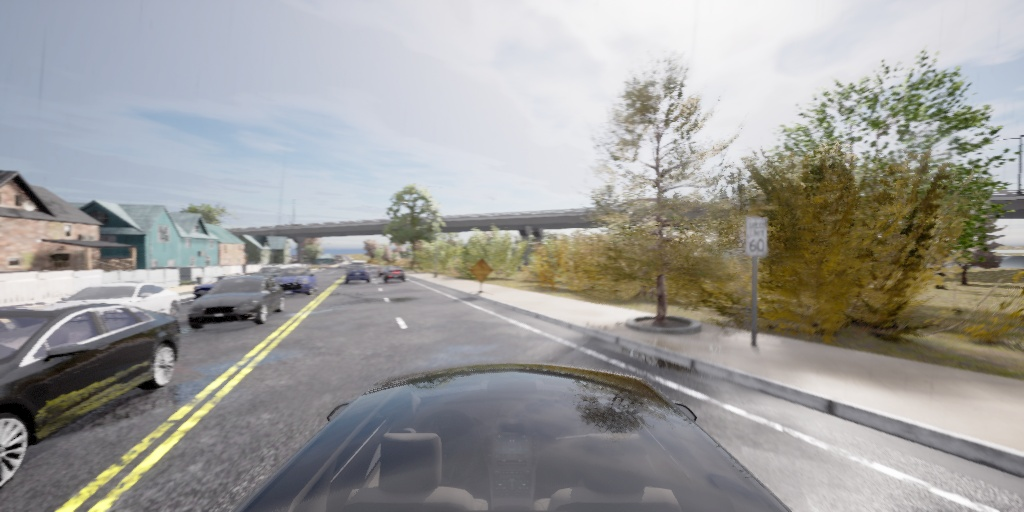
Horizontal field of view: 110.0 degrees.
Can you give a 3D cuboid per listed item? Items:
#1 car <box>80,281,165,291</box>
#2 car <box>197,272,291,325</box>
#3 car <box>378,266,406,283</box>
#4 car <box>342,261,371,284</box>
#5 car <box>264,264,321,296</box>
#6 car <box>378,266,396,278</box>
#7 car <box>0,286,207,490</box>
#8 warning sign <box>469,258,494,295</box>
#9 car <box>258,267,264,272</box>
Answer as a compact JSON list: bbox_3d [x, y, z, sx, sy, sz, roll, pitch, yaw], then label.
[{"bbox_3d":[-12.363,1.554,11.261,1.812,1.442,4.674,-1,0,-23],"label":"car"},{"bbox_3d":[-9.417,1.494,12.626,1.837,1.490,4.892,-1,-1,-23],"label":"car"},{"bbox_3d":[-11.292,1.687,34.276,2.128,1.511,4.902,-1,0,-22],"label":"car"},{"bbox_3d":[-14.366,1.592,33.447,2.097,1.767,4.553,-1,-1,-23],"label":"car"},{"bbox_3d":[-13.366,1.482,22.122,2.097,1.767,4.553,-1,-1,-23],"label":"car"},{"bbox_3d":[-15.971,1.973,45.552,1.895,1.301,4.718,-1,-1,-22],"label":"car"},{"bbox_3d":[-5.875,1.357,4.134,2.128,1.511,4.902,-1,0,-23],"label":"car"},{"bbox_3d":[-1.609,1.020,18.467,1.300,1.860,1.060,0,0,-23],"label":"warning sign"},{"bbox_3d":[-19.974,1.656,29.613,2.097,1.767,4.553,-1,-1,-22],"label":"car"}]
